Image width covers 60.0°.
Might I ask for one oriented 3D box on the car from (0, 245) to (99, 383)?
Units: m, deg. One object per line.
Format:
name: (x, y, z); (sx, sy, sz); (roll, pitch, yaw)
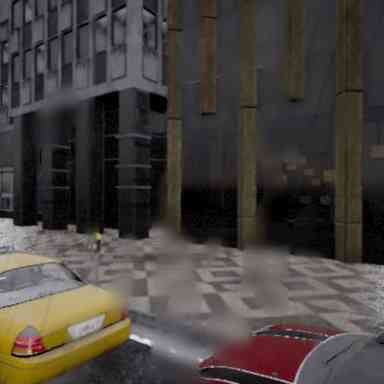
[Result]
car: (-3.087, 1.511, 5.165); (4.829, 1.417, 1.752); (0, 0, 36)

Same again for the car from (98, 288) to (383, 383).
car: (1.642, 1.441, 1.788); (4.097, 1.590, 1.967); (0, 0, 36)
